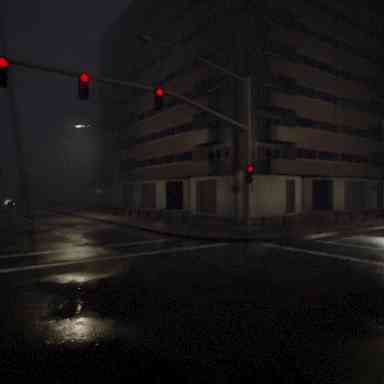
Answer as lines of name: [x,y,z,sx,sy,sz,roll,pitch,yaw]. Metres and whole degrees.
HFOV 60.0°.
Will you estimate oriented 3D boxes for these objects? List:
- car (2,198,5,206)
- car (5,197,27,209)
car: [-29.520,1.555,53.721,1.812,1.442,4.674,0,0,-33]
car: [-24.353,1.627,46.221,1.895,1.301,4.718,0,0,-35]
